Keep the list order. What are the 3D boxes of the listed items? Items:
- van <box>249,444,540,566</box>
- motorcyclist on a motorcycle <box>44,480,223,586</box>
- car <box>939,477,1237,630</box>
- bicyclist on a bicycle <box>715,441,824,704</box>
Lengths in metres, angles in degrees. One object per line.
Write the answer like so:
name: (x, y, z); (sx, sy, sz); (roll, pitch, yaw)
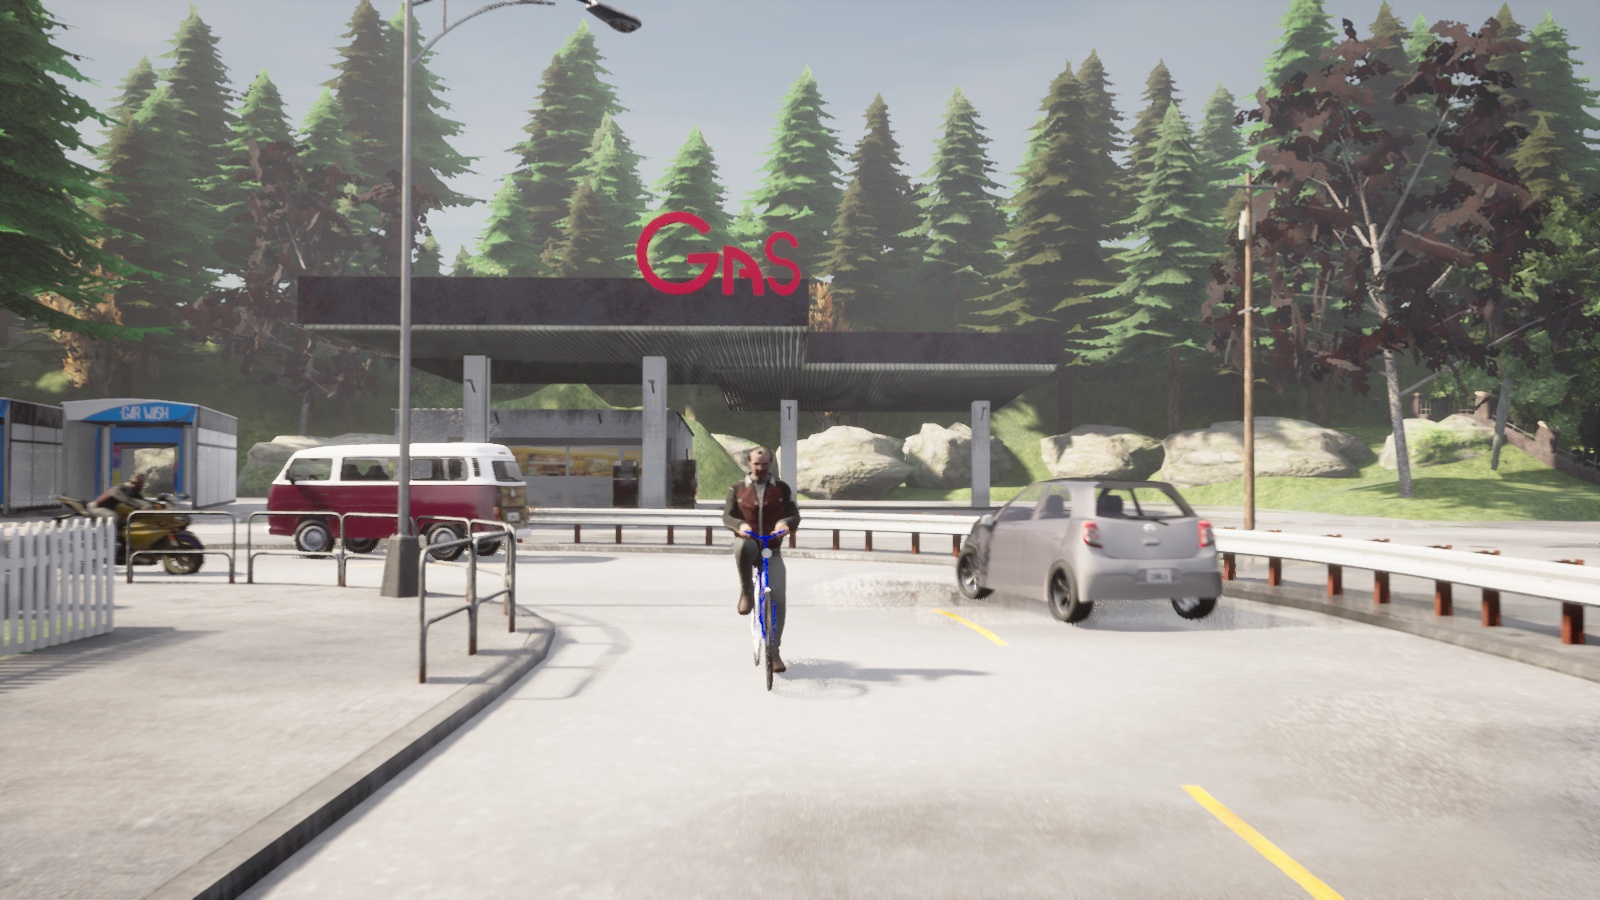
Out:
van: (-7.159, 0.954, 22.387); (4.480, 2.038, 2.069); (0, -1, 11)
motorcyclist on a motorcycle: (-9.834, 1.210, 18.597); (2.191, 1.530, 0.866); (0, -1, 0)
car: (3.127, 1.067, 14.411); (1.845, 1.501, 3.633); (0, -1, -15)
bicyclist on a bicycle: (-0.267, 0.851, 9.491); (0.659, 1.776, 1.843); (0, -1, -6)
